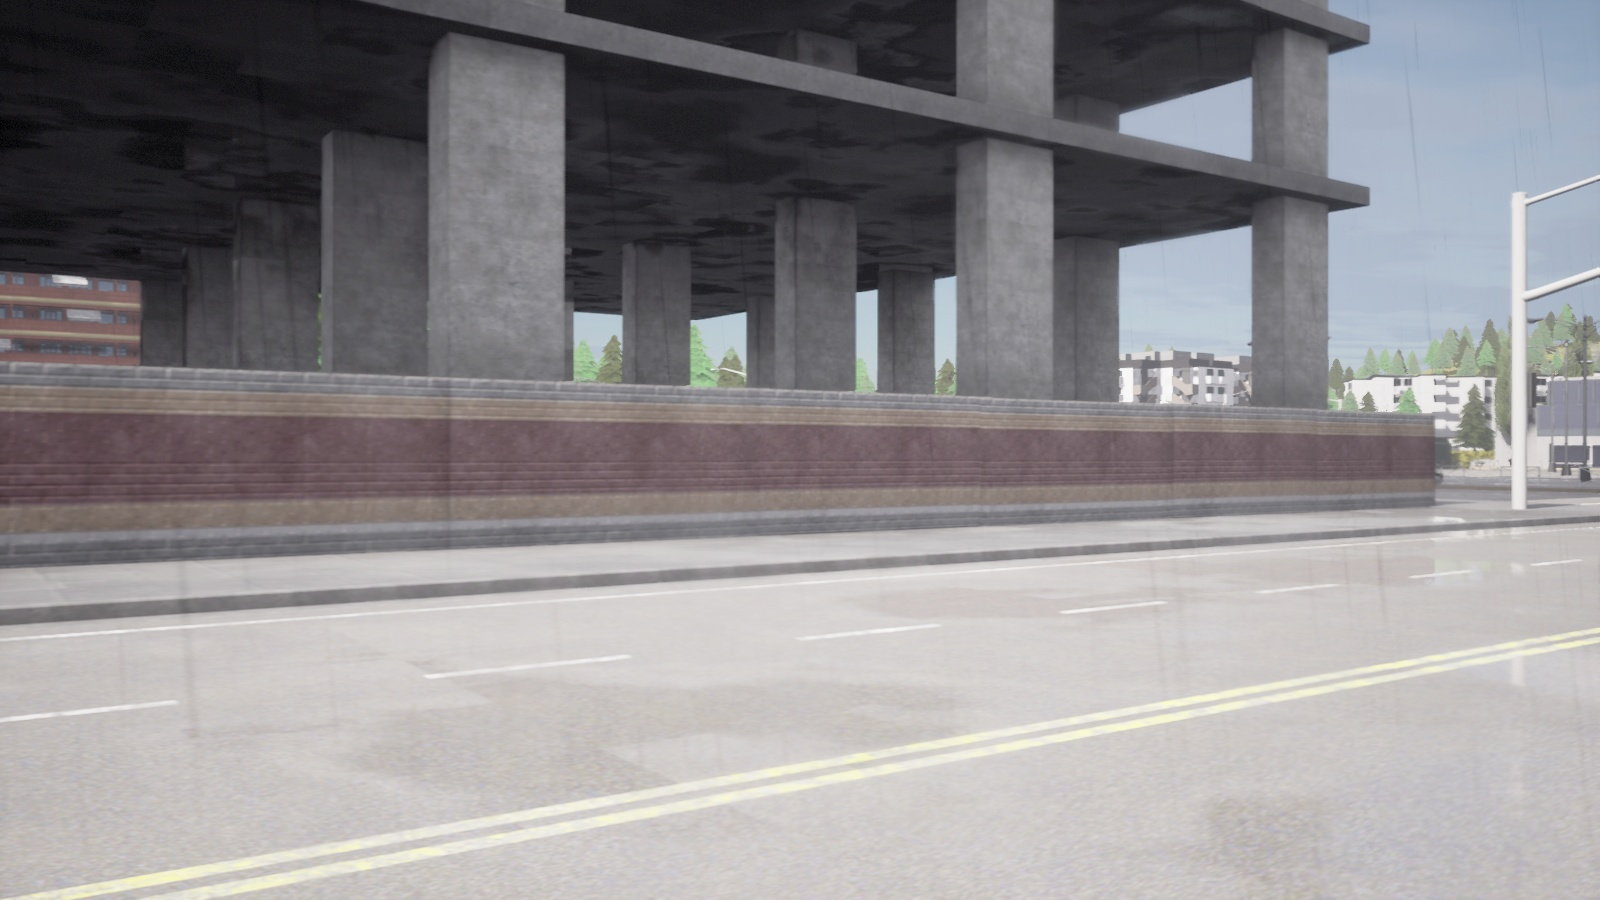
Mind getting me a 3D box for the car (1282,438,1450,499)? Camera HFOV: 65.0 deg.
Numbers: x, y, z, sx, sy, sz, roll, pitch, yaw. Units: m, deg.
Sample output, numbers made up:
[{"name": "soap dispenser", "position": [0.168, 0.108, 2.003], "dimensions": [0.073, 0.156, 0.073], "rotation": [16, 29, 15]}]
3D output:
[{"name": "car", "position": [18.248, 0.567, 40.689], "dimensions": [1.932, 1.855, 4.605], "rotation": [0, 0, -35]}]
